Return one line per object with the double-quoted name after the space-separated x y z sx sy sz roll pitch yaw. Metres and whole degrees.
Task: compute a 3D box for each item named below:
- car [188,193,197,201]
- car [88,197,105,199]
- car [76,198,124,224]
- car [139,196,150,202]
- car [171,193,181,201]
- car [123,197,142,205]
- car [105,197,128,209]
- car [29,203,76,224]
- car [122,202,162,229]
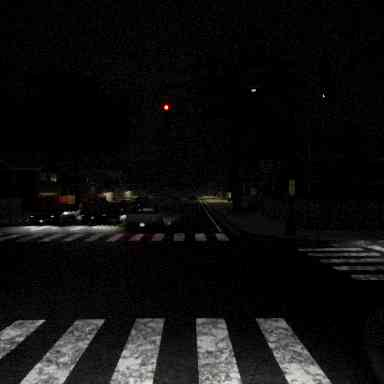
0.093 0.937 67.084 1.882 1.535 5.008 0 1 0 "car"
-9.853 1.286 33.789 2.097 1.767 4.553 0 0 0 "car"
-6.603 1.469 24.484 1.837 1.490 4.892 0 0 0 "car"
-6.595 1.337 43.785 1.837 1.490 4.892 0 1 0 "car"
-3.160 0.939 67.773 2.128 1.511 4.902 0 1 0 "car"
-6.601 1.500 33.381 1.994 1.385 4.181 0 0 0 "car"
-9.847 1.432 43.836 1.895 1.301 4.718 0 1 0 "car"
-9.855 1.512 24.405 2.033 1.411 5.357 0 0 0 "car"
-2.912 1.569 21.254 1.895 1.301 4.718 0 0 -1 "car"
